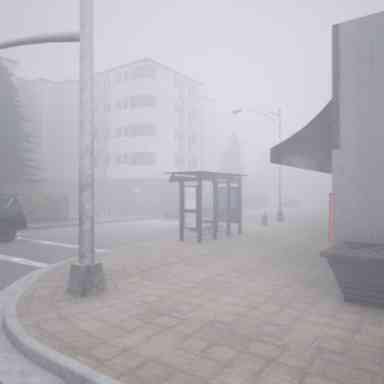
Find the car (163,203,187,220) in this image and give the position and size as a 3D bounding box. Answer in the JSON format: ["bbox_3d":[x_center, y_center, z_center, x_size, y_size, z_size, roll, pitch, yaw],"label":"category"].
[{"bbox_3d":[-0.216,1.348,25.326,1.812,1.442,4.674,0,0,36],"label":"car"}]

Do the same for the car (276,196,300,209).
[{"bbox_3d":[12.474,1.332,42.849,1.837,1.490,4.892,0,0,36],"label":"car"}]

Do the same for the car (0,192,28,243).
[{"bbox_3d":[-9.272,1.117,12.712,2.150,2.045,5.566,0,3,36],"label":"car"}]
